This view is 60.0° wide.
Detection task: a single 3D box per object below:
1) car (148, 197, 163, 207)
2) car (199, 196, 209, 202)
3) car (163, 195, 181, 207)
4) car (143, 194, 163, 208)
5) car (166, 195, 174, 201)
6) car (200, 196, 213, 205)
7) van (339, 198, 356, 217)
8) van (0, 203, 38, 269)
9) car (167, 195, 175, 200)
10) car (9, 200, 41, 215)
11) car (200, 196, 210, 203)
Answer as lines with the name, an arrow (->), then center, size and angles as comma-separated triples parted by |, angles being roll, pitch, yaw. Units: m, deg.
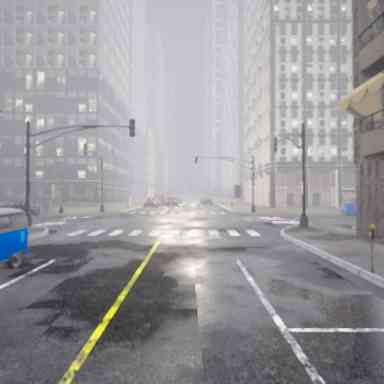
car -> -5.674, 1.557, 52.162 | 1.802, 1.307, 4.206 | 1, 0, 0
car -> 2.707, 1.530, 74.531 | 1.947, 1.339, 4.313 | 1, 0, 0
car -> -3.067, 1.452, 51.351 | 1.882, 1.535, 5.008 | 0, 0, 0
car -> -5.672, 1.417, 46.587 | 1.967, 1.590, 4.097 | 1, 0, 0
car -> -5.672, 1.504, 85.613 | 1.887, 1.381, 4.507 | 1, 0, 0
car -> 2.706, 1.554, 57.799 | 1.802, 1.307, 4.206 | 1, 0, 0
van -> 15.985, 1.438, 31.094 | 3.998, 1.788, 1.690 | 0, -1, 0
van -> -5.808, 1.337, 8.520 | 1.690, 1.788, 3.998 | 1, 0, 0
car -> -5.672, 1.507, 91.188 | 2.008, 1.369, 4.403 | 1, 0, 0
car -> -16.489, 1.483, 31.167 | 4.097, 1.590, 1.967 | 0, -1, 0
car -> 2.708, 1.492, 69.124 | 1.752, 1.417, 4.829 | 1, 0, 0
